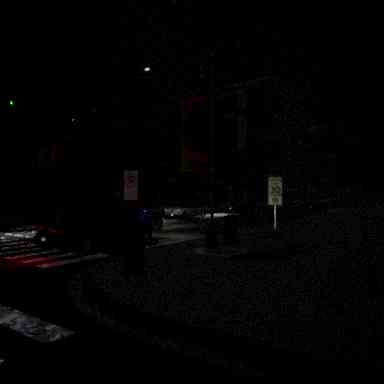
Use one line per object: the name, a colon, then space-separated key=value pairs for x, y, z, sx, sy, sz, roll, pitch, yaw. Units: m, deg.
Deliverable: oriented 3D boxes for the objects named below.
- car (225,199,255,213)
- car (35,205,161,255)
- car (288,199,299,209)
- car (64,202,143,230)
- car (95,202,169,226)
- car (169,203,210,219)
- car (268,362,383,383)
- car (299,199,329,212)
car: x=5.620 y=1.549 z=38.424 sx=2.128 sy=1.511 sz=4.902 roll=0 pitch=0 yaw=35
car: x=-3.742 y=1.498 z=13.593 sx=1.882 sy=1.535 sz=5.008 roll=0 pitch=0 yaw=35
car: x=14.407 y=1.613 z=44.899 sx=1.812 sy=1.442 sz=4.674 roll=0 pitch=0 yaw=35
car: x=-5.767 y=1.512 z=22.325 sx=2.128 sy=1.511 sz=4.902 roll=0 pitch=0 yaw=36
car: x=-3.726 y=1.375 z=19.242 sx=2.097 sy=1.767 sz=4.553 roll=0 pitch=0 yaw=35
car: x=-0.408 y=1.638 z=29.932 sx=1.895 sy=1.301 sz=4.718 roll=0 pitch=0 yaw=36
car: x=2.209 y=1.551 z=1.270 sx=4.403 sy=1.369 sz=2.008 roll=0 pitch=0 yaw=36
car: x=15.134 y=1.575 z=40.298 sx=2.128 sy=1.511 sz=4.902 roll=0 pitch=0 yaw=35
